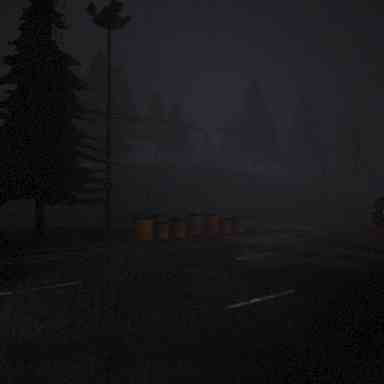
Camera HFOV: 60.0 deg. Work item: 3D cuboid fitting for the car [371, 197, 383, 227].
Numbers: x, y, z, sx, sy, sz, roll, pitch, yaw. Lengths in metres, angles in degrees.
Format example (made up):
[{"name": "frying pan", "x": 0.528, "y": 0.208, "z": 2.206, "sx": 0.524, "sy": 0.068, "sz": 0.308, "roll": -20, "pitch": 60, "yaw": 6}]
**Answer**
[{"name": "car", "x": 14.440, "y": 1.356, "z": 22.642, "sx": 5.566, "sy": 2.045, "sz": 2.150, "roll": 0, "pitch": 0, "yaw": -36}]
